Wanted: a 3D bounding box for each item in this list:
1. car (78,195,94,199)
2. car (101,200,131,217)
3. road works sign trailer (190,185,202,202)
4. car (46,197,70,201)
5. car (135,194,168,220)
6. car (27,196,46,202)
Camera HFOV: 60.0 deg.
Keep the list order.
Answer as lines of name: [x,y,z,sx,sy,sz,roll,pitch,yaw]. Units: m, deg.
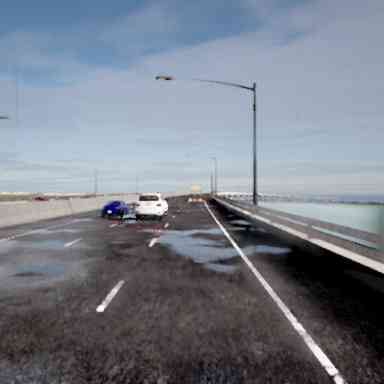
car: [-17.025,1.341,53.584,1.837,1.490,4.892,0,1,2]
car: [-6.733,1.437,29.585,1.812,1.442,4.674,0,0,1]
road works sign trailer: [0.779,0.258,65.445,2.380,3.560,2.880,0,0,1]
car: [-20.559,1.406,52.304,1.994,1.385,4.181,0,0,2]
car: [-3.256,1.139,27.572,2.150,2.045,5.566,0,0,1]
car: [-24.058,1.368,52.318,1.812,1.442,4.674,0,0,2]
